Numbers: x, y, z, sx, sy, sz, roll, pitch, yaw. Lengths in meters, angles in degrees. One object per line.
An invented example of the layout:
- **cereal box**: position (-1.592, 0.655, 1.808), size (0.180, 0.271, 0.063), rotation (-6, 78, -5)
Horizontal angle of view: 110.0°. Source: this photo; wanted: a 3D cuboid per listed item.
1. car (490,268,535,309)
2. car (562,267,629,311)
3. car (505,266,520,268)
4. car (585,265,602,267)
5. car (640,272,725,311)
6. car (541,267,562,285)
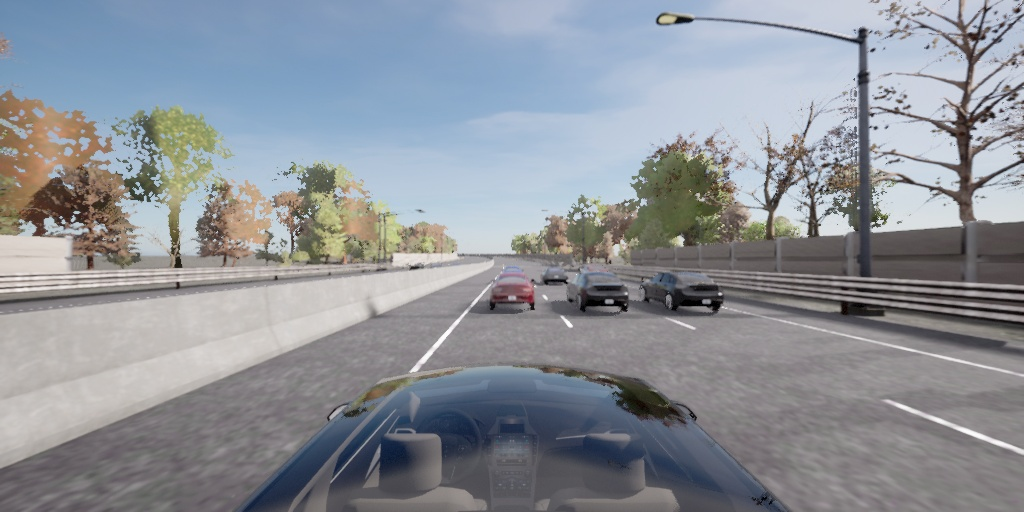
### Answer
- **car**: position (0.031, 1.430, 15.728), size (1.812, 1.442, 4.674), rotation (0, 0, 1)
- **car**: position (3.526, 1.407, 15.336), size (1.837, 1.490, 4.892), rotation (0, 0, 0)
- **car**: position (0.035, 1.594, 30.730), size (1.812, 1.442, 4.674), rotation (0, 0, 1)
- **car**: position (7.037, 1.550, 31.069), size (1.882, 1.535, 5.008), rotation (0, 0, 0)
- **car**: position (7.026, 1.407, 15.328), size (1.837, 1.490, 4.892), rotation (0, 0, 0)
- **car**: position (3.528, 1.628, 30.281), size (1.994, 1.385, 4.181), rotation (0, -1, 1)
